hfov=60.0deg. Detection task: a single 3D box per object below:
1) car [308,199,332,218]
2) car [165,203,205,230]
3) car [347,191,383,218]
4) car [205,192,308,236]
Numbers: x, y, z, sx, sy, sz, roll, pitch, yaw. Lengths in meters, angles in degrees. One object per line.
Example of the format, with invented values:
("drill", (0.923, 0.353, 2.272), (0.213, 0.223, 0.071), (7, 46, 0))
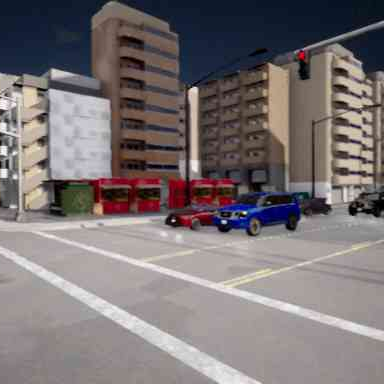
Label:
("car", (9.792, 1.301, 27.834), (5.357, 1.411, 2.033), (0, 1, -42))
("car", (0.454, 1.360, 19.341), (4.181, 1.385, 1.994), (0, 1, -42))
("car", (15.147, 0.985, 27.961), (5.566, 2.045, 2.150), (-1, 1, -43))
("car", (3.532, 1.033, 17.402), (5.566, 2.045, 2.150), (0, 1, -42))
